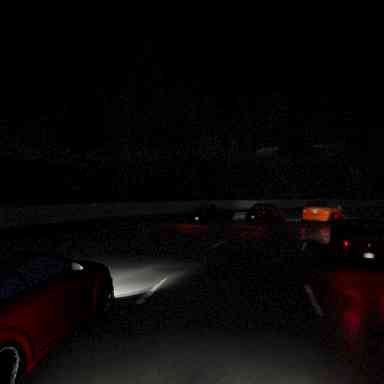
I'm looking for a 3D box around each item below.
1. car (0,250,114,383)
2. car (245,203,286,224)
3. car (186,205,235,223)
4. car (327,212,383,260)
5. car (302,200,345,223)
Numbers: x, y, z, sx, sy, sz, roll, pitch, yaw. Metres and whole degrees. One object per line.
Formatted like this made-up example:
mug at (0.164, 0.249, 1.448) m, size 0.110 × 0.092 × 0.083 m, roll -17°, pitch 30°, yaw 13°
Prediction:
car at (-2.715, 1.557, 4.970) m, size 1.994 × 1.385 × 4.181 m, roll 0°, pitch 0°, yaw 7°
car at (5.672, 1.588, 25.462) m, size 1.812 × 1.442 × 4.674 m, roll 0°, pitch 0°, yaw 36°
car at (1.593, 1.644, 26.228) m, size 1.895 × 1.301 × 4.718 m, roll 0°, pitch 0°, yaw 34°
car at (6.156, 1.647, 12.195) m, size 1.895 × 1.301 × 4.718 m, roll 0°, pitch 0°, yaw 20°
car at (10.098, 1.434, 25.351) m, size 2.097 × 1.767 × 4.553 m, roll 0°, pitch 0°, yaw 39°
